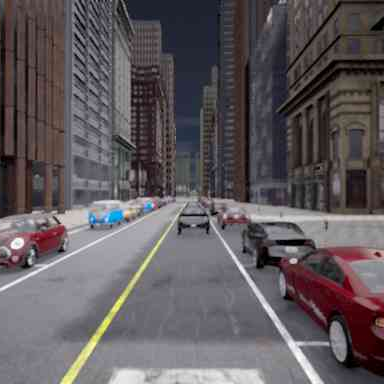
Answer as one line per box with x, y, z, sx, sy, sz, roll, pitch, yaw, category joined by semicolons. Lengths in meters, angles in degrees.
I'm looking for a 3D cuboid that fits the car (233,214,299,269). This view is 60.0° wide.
2.757;1.642;11.311;1.947;1.339;4.313;0;0;0;car

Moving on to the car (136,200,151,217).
-5.774;1.780;33.846;2.008;1.369;4.403;0;0;0;car

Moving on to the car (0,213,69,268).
-5.768;1.516;11.301;1.967;1.590;4.097;0;0;0;car

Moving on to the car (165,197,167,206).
-5.779;1.955;56.392;1.947;1.339;4.313;0;0;0;car

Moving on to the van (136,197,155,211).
-5.776;1.610;39.484;1.690;1.788;3.998;0;0;0;van

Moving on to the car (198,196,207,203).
2.736;1.959;90.218;2.192;1.841;5.009;0;0;0;car

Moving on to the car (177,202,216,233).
0.094;1.629;20.454;2.128;1.511;4.902;0;0;0;car

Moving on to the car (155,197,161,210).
-5.777;1.749;45.119;1.967;1.590;4.097;0;0;0;car

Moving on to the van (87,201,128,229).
-5.772;1.493;22.575;1.690;1.788;3.998;0;0;0;van

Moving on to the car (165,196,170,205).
-5.781;1.995;62.028;1.947;1.339;4.313;0;0;0;car

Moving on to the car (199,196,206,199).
2.743;2.053;67.673;1.802;1.307;4.206;0;0;0;car

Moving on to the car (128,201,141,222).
-5.772;1.714;28.040;1.752;1.417;4.829;0;0;0;car

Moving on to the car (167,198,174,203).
-5.788;2.226;90.211;1.802;1.307;4.206;0;0;0;car

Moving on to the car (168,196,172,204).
-5.782;2.022;67.665;2.008;1.369;4.403;0;0;0;car

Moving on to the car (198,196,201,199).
2.741;1.953;73.309;1.967;1.590;4.097;0;0;0;car

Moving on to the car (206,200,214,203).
2.751;1.795;33.855;1.947;1.339;4.313;0;0;0;car

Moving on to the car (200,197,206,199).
2.744;2.012;62.036;1.802;1.307;4.206;0;0;0;car

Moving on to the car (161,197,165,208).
-5.779;1.664;50.757;2.192;1.841;5.009;0;0;0;car

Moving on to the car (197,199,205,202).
0.091;1.821;37.747;1.994;1.385;4.181;0;0;0;car

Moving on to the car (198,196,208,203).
2.737;1.914;84.581;2.192;1.841;5.009;0;0;0;car

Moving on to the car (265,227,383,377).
2.758;1.584;5.675;1.887;1.381;4.507;0;0;0;car

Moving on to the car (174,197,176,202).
-5.786;2.123;84.405;1.752;1.417;4.829;0;0;0;car

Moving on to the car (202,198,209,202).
2.747;1.931;50.763;1.802;1.307;4.206;0;0;0;car

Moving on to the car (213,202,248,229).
2.754;1.592;22.583;1.967;1.590;4.097;0;0;0;car
